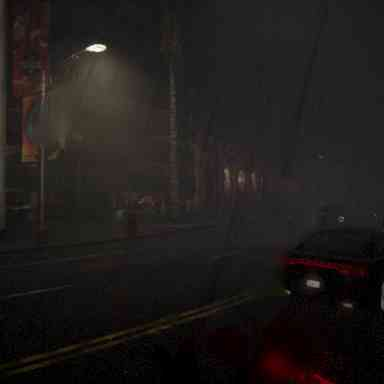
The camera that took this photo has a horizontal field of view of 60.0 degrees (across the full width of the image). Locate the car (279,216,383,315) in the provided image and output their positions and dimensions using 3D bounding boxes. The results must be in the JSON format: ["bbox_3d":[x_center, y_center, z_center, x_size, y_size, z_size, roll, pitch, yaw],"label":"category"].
[{"bbox_3d":[3.959,1.588,8.016,1.882,1.535,5.008,0,-1,43],"label":"car"}]

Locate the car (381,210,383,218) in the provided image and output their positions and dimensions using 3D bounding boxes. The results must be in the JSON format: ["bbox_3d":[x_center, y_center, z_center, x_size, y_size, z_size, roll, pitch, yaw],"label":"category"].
[{"bbox_3d":[16.318,1.879,26.477,1.837,1.490,4.892,0,-1,32],"label":"car"}]

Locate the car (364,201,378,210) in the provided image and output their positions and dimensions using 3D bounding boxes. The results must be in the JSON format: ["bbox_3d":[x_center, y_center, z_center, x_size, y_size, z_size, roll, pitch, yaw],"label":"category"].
[{"bbox_3d":[31.285,2.326,57.967,1.812,1.442,4.674,0,-1,32],"label":"car"}]

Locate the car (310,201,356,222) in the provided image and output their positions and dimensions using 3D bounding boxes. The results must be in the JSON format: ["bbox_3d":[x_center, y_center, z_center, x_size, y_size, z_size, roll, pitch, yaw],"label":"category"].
[{"bbox_3d":[9.279,1.648,22.003,2.097,1.767,4.553,0,-1,31],"label":"car"}]

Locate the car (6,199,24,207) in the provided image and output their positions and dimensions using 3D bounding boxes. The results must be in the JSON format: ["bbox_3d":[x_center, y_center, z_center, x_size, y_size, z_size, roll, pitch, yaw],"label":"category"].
[{"bbox_3d":[-32.356,1.991,59.026,2.161,1.482,4.786,0,-1,31],"label":"car"}]

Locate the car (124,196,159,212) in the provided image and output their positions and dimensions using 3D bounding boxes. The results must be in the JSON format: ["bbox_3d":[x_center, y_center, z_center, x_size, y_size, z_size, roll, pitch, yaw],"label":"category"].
[{"bbox_3d":[-6.461,1.522,43.680,2.435,2.045,5.566,0,-1,31],"label":"car"}]

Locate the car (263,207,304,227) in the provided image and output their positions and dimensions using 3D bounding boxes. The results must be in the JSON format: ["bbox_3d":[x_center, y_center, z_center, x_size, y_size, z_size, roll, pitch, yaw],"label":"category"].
[{"bbox_3d":[7.027,1.871,25.038,2.033,1.411,5.357,0,-1,31],"label":"car"}]
